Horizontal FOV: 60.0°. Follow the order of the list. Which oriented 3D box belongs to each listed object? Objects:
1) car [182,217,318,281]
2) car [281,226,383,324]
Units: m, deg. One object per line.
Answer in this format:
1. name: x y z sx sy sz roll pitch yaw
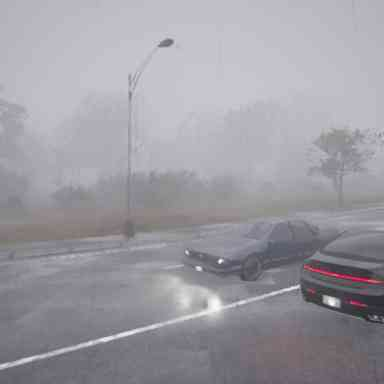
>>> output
1. car: 2.335 1.494 9.952 5.357 1.411 2.033 -1 1 -35
2. car: 4.213 1.462 6.757 4.892 1.490 1.837 -1 1 -36
